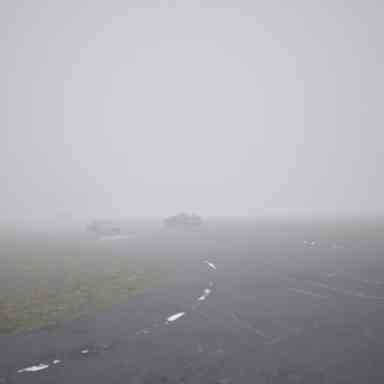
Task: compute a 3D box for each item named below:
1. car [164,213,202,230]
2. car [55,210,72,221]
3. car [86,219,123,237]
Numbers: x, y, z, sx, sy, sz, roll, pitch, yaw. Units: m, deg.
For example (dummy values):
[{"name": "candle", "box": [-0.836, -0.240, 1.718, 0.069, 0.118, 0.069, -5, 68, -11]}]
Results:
[{"name": "car", "box": [-0.961, 2.779, 32.139, 2.128, 1.511, 4.902, -2, -2, -35]}, {"name": "car", "box": [-26.461, 4.872, 68.458, 2.150, 2.045, 5.566, -2, -2, -35]}, {"name": "car", "box": [-8.131, 3.201, 30.358, 2.033, 1.411, 5.357, -2, -2, -35]}]
